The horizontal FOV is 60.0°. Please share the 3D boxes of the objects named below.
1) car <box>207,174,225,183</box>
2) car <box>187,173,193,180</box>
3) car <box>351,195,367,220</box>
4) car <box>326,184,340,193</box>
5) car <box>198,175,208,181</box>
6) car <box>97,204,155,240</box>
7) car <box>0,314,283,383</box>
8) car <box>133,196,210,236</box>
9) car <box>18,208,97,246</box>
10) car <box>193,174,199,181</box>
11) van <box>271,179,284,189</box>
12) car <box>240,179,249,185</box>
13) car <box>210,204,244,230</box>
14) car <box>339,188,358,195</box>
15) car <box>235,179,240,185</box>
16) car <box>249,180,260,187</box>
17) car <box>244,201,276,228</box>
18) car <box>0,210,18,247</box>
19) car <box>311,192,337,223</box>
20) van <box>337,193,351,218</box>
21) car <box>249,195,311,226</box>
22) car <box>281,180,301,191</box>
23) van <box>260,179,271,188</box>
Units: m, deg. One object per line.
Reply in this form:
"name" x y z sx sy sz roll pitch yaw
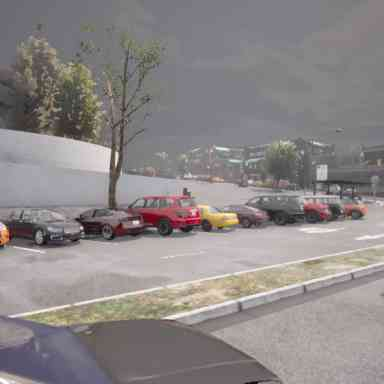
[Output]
"car" 6.845 -3.176 87.294 1.946 1.575 5.366 7 3 34
"car" 1.460 -4.085 94.482 2.185 1.767 4.553 4 1 33
"car" 12.676 1.404 29.093 4.553 1.767 2.185 -1 -1 35
"car" 25.834 -0.427 60.076 2.435 2.045 5.566 7 3 35
"car" 4.991 -3.699 89.551 2.435 2.045 5.566 7 3 34
"car" -4.567 1.525 16.987 4.792 1.488 2.163 -1 -1 34
"car" -1.769 1.547 1.868 5.357 1.411 2.033 0 0 -36
"car" -2.125 1.249 18.736 5.566 2.045 2.435 -1 -1 34
"car" -6.985 1.494 15.237 4.892 1.521 2.231 -1 -1 34
"car" 3.193 -3.851 92.014 2.185 1.767 4.553 6 3 34
"van" 18.851 -1.491 69.815 1.878 1.987 4.442 7 4 35
"car" 13.706 -2.044 77.331 2.002 1.452 4.674 7 3 35
"car" 0.193 1.504 20.566 5.366 1.575 1.946 -1 -1 34
"car" 27.528 0.136 57.606 2.002 1.452 4.674 7 3 35
"car" 11.960 -2.318 79.790 2.002 1.452 4.674 7 3 35
"car" 15.540 -1.813 75.013 1.946 1.575 5.366 7 3 35
"car" 2.797 1.549 22.197 4.674 1.452 2.002 -1 -1 35
"car" -9.449 1.367 13.509 4.553 1.767 2.185 -1 -1 34
"car" 7.733 1.268 25.666 5.566 2.045 2.435 -1 -1 35
"van" 10.269 1.297 27.340 4.442 1.987 1.878 -1 -1 35
"car" 5.222 1.263 23.958 5.566 2.045 2.435 -1 -1 35
"car" 20.614 -0.993 67.455 2.231 1.521 4.892 7 3 35
"van" 17.118 -1.765 72.284 1.878 1.987 4.442 7 4 35
